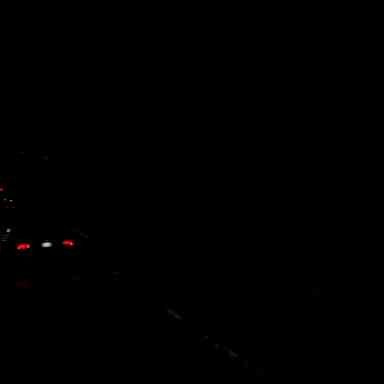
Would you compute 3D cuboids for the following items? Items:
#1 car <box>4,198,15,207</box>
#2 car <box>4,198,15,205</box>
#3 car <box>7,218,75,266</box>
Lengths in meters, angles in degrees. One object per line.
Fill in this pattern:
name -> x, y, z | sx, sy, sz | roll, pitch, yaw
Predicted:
car -> -36.625, 2.249, 66.804 | 1.895, 1.301, 4.718 | 0, 0, -30
car -> -41.550, 2.104, 75.476 | 2.128, 1.511, 4.902 | 0, 0, -30
car -> -5.589, 1.660, 12.163 | 2.033, 1.411, 5.357 | 0, 0, -29
